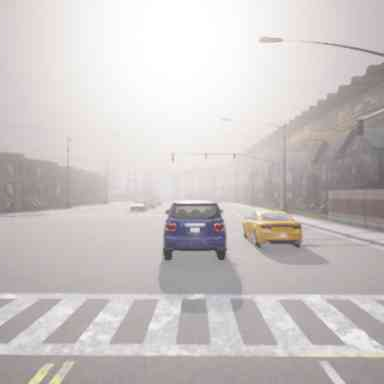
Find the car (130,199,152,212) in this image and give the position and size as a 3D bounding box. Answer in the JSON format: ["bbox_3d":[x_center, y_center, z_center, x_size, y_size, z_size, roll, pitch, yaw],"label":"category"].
[{"bbox_3d":[-7.076,1.860,45.051,2.033,1.411,5.357,0,0,0],"label":"car"}]

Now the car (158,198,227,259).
[{"bbox_3d":[0.097,1.313,13.153,2.150,2.045,5.566,0,0,0],"label":"car"}]

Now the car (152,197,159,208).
[{"bbox_3d":[-7.017,1.980,54.670,1.895,1.301,4.718,0,0,1],"label":"car"}]

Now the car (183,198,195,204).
[{"bbox_3d":[-0.787,2.115,83.021,2.033,1.411,5.357,0,0,-14],"label":"car"}]

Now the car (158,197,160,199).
[{"bbox_3d":[-7.004,1.802,64.983,2.097,1.767,4.553,0,0,0],"label":"car"}]

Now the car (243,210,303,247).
[{"bbox_3d":[3.598,1.586,15.596,1.882,1.535,5.008,0,0,0],"label":"car"}]
